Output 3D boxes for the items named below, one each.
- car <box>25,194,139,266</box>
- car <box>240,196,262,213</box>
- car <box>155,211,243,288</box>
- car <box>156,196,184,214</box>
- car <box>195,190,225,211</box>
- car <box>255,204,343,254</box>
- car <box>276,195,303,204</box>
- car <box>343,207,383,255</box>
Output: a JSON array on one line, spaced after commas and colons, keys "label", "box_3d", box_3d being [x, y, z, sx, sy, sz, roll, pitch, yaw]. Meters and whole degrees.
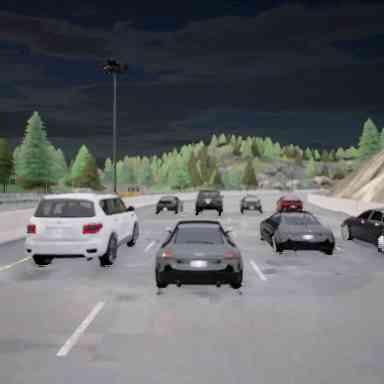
[{"label": "car", "box_3d": [-3.273, 1.065, 11.026, 2.150, 2.045, 5.566, 0, 1, 2]}, {"label": "car", "box_3d": [5.319, 1.102, 30.144, 1.812, 1.442, 4.674, 0, 1, 7]}, {"label": "car", "box_3d": [0.187, 1.437, 8.925, 1.994, 1.385, 4.181, 0, 1, 1]}, {"label": "car", "box_3d": [-1.861, 1.096, 29.052, 1.837, 1.490, 4.892, 0, 1, 7]}, {"label": "car", "box_3d": [1.556, 0.823, 28.333, 2.150, 2.045, 5.566, 0, 1, 7]}, {"label": "car", "box_3d": [3.815, 1.385, 12.690, 1.994, 1.385, 4.181, 0, 1, 2]}, {"label": "car", "box_3d": [8.924, 1.048, 30.600, 1.882, 1.535, 5.008, 0, 1, 8]}, {"label": "car", "box_3d": [7.298, 1.330, 12.410, 1.837, 1.490, 4.892, 0, 1, 2]}]
